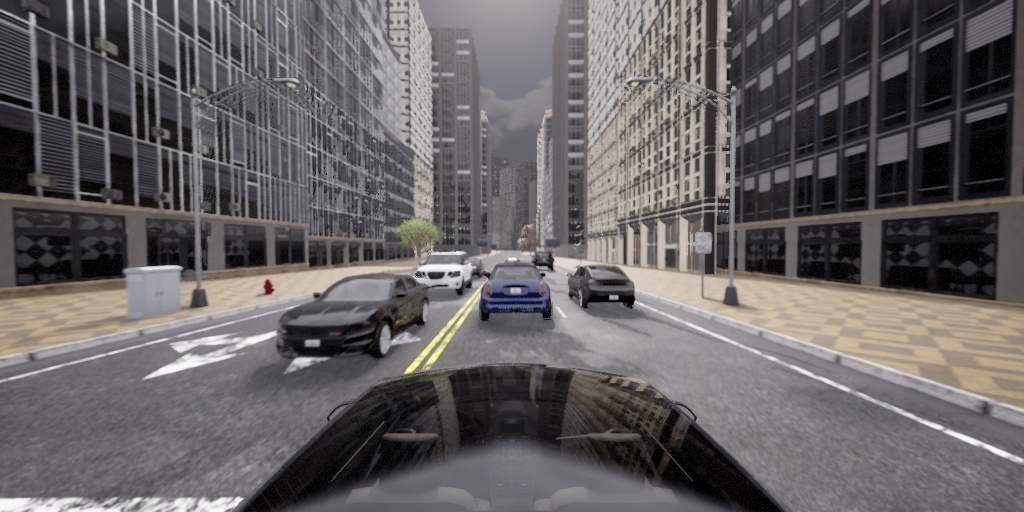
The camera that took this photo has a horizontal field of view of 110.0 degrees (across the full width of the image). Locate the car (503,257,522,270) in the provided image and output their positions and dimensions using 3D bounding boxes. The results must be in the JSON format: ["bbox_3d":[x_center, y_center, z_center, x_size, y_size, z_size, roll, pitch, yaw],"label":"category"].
[{"bbox_3d":[0.050,0.814,40.655,1.994,1.385,4.181,0,1,0],"label":"car"}]

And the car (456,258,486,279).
[{"bbox_3d":[-3.226,0.926,28.849,1.837,1.490,4.892,0,1,0],"label":"car"}]

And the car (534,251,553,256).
[{"bbox_3d":[3.296,0.481,39.136,2.150,2.045,5.566,0,1,0],"label":"car"}]

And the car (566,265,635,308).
[{"bbox_3d":[3.361,1.091,14.229,1.837,1.490,4.892,0,1,0],"label":"car"}]

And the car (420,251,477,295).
[{"bbox_3d":[-3.314,0.780,18.466,2.150,2.045,5.566,0,1,0],"label":"car"}]

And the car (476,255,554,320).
[{"bbox_3d":[0.108,0.977,12.274,2.097,1.767,4.553,0,1,0],"label":"car"}]

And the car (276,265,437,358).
[{"bbox_3d":[-3.340,1.166,8.522,1.882,1.535,5.008,0,1,0],"label":"car"}]
